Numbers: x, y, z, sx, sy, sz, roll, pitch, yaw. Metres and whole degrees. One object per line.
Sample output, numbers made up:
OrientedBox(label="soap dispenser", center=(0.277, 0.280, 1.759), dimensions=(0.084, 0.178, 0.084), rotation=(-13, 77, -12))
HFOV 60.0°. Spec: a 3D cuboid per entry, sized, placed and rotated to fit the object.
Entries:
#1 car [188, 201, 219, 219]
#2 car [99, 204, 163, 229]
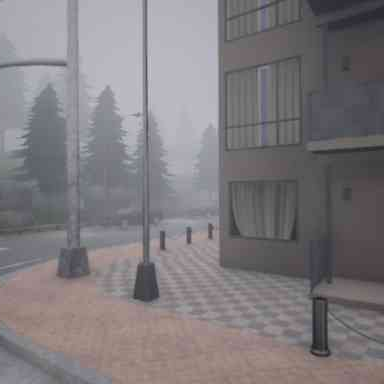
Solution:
OrientedBox(label="car", center=(1.597, 1.605, 31.012), dimensions=(1.882, 1.535, 5.008), rotation=(0, 0, 35))
OrientedBox(label="car", center=(-4.078, 1.604, 22.864), dimensions=(1.882, 1.535, 5.008), rotation=(0, 0, 35))
